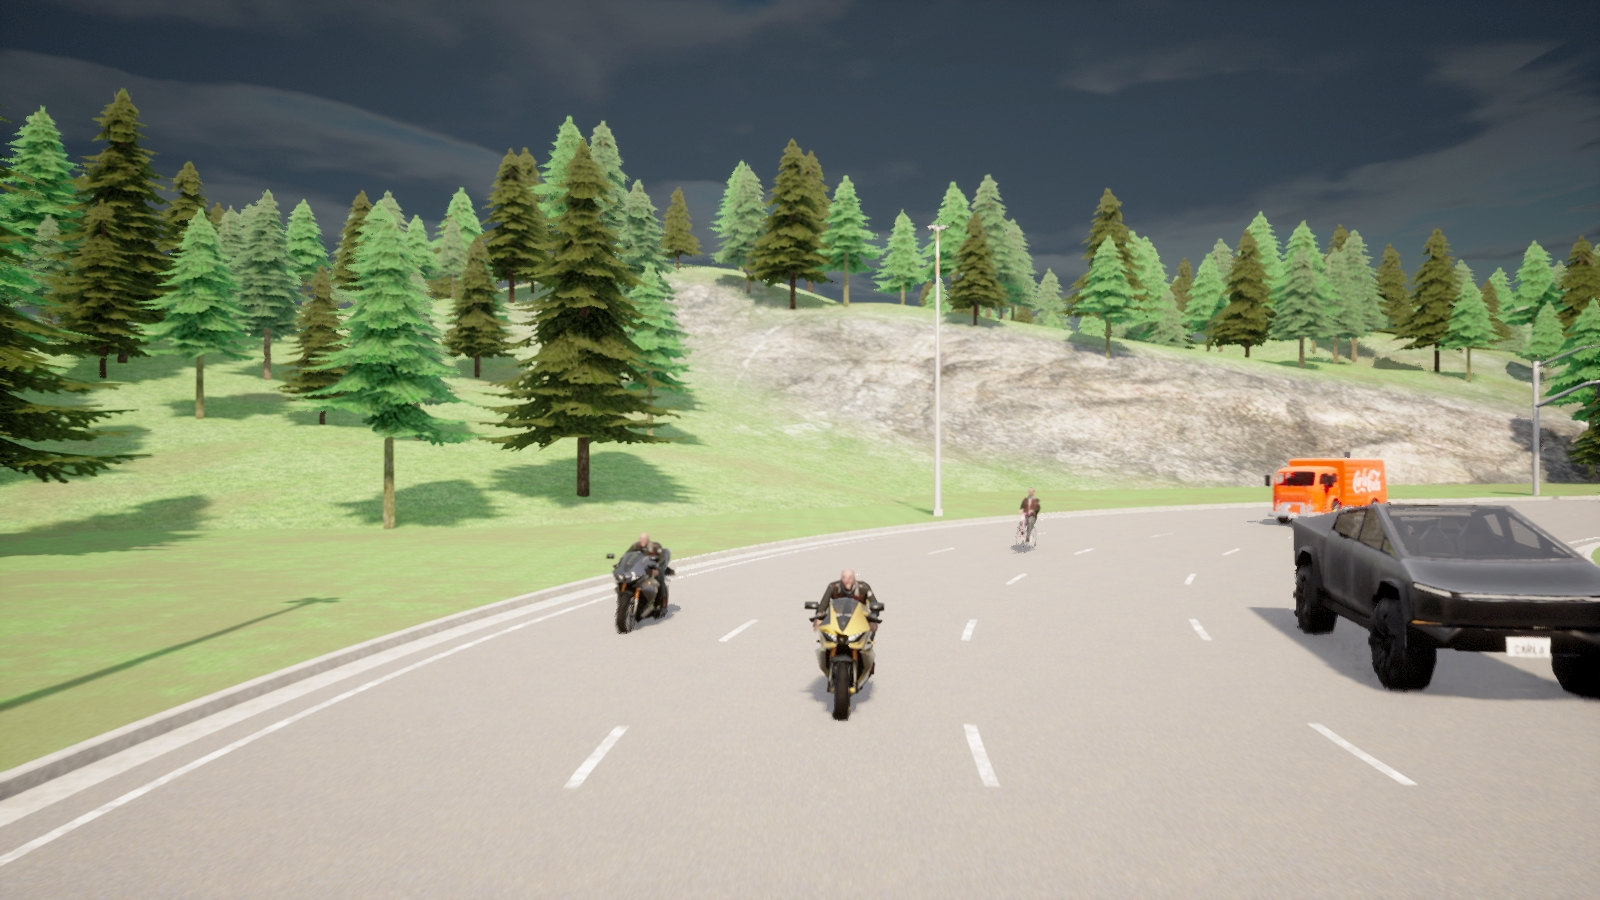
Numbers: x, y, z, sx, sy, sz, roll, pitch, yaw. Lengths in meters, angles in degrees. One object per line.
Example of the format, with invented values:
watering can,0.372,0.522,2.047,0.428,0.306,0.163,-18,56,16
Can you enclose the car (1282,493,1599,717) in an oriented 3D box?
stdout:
car,8.365,1.747,15.199,2.390,2.098,6.274,0,0,11

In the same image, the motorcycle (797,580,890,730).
motorcycle,0.529,2.199,12.662,0.867,1.251,2.209,0,0,6

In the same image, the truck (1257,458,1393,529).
truck,19.563,1.554,42.467,5.204,2.467,2.627,0,-1,-41

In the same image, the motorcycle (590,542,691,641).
motorcycle,-2.495,2.197,18.148,0.867,1.251,2.209,2,0,12

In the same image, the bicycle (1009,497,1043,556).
bicycle,6.116,2.048,30.901,0.329,1.471,1.835,3,1,28
